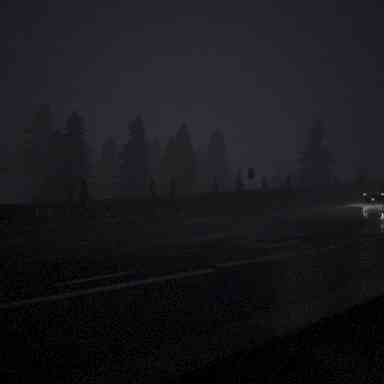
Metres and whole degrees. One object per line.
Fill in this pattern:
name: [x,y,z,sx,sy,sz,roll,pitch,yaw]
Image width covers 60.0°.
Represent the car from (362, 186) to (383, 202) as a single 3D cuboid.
car: [16.750,0.167,28.784,4.718,1.301,1.895,-4,2,-35]
